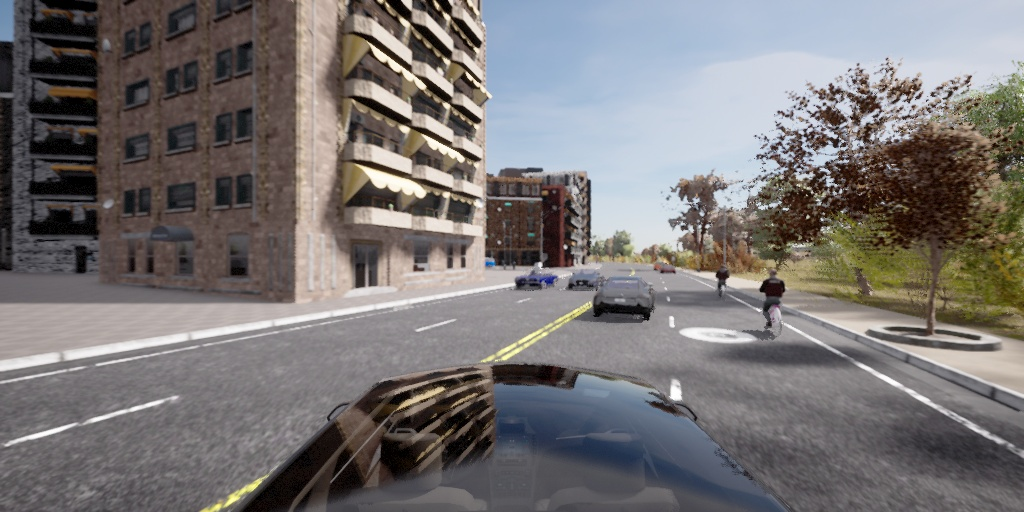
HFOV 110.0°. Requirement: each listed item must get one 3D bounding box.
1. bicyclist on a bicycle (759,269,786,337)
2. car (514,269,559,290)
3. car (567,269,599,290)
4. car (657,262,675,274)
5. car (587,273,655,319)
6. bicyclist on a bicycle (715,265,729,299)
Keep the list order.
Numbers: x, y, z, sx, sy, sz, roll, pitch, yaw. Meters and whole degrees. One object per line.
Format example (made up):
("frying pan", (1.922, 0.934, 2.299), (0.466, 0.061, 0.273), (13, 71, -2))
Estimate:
("bicyclist on a bicycle", (7.143, 1.235, 9.896), (0.659, 1.776, 1.843), (0, 0, 23))
("car", (1.776, 1.591, 24.873), (1.895, 1.301, 4.718), (0, -1, 22))
("car", (5.153, 1.567, 24.580), (1.994, 1.385, 4.181), (0, -1, 22))
("car", (23.563, 1.933, 54.356), (1.994, 1.385, 4.181), (0, -1, 19))
("car", (4.352, 1.453, 13.681), (1.994, 1.385, 4.181), (0, -1, 23))
("bicyclist on a bicycle", (10.661, 1.334, 18.260), (0.659, 1.776, 1.843), (0, 0, 22))
